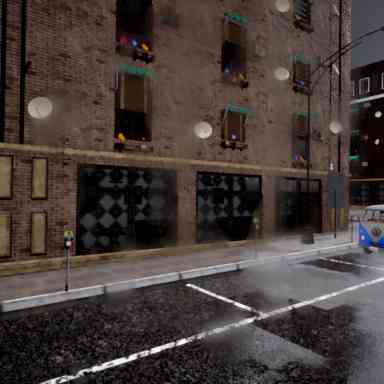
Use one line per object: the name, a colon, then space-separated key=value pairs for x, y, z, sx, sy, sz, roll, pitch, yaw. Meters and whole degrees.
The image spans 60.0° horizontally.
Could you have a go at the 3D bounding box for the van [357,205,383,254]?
van: x=7.671 y=1.345 z=12.104 sx=3.998 sy=1.788 sz=1.690 roll=0 pitch=1 yaw=-35
